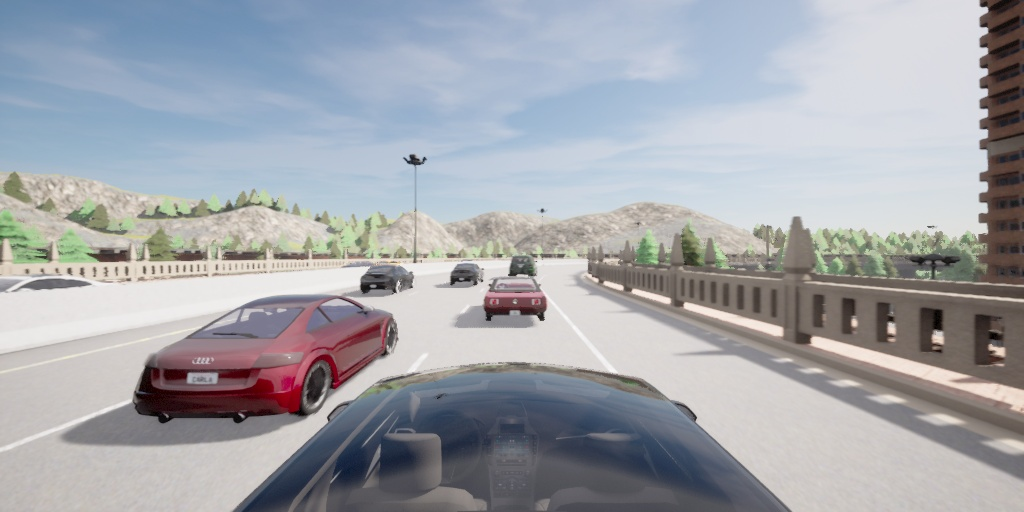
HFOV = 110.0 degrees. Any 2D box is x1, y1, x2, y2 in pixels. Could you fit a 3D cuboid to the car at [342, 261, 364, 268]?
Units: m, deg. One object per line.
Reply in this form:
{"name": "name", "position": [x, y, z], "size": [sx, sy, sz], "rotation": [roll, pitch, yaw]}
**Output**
{"name": "car", "position": [-18.295, 1.296, 43.637], "size": [2.033, 1.411, 5.357], "rotation": [0, 0, 12]}

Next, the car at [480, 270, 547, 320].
{"name": "car", "position": [0.095, 1.351, 12.550], "size": [1.895, 1.301, 4.718], "rotation": [0, 0, 0]}

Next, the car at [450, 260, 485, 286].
{"name": "car", "position": [-3.107, 1.255, 25.640], "size": [1.837, 1.490, 4.892], "rotation": [0, 0, 4]}

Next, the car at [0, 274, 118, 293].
{"name": "car", "position": [-14.087, 1.274, 10.259], "size": [1.812, 1.442, 4.674], "rotation": [0, 0, 0]}

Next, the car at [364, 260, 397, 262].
{"name": "car", "position": [-14.924, 1.226, 42.630], "size": [1.882, 1.535, 5.008], "rotation": [0, 0, 12]}

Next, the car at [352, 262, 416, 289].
{"name": "car", "position": [-6.852, 1.254, 20.216], "size": [1.837, 1.490, 4.892], "rotation": [0, 0, 1]}

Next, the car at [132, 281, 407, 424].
{"name": "car", "position": [-3.401, 1.314, 5.946], "size": [1.994, 1.385, 4.181], "rotation": [0, 0, 0]}

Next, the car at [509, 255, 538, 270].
{"name": "car", "position": [1.091, 0.972, 32.338], "size": [2.150, 2.045, 5.566], "rotation": [0, 0, 8]}
